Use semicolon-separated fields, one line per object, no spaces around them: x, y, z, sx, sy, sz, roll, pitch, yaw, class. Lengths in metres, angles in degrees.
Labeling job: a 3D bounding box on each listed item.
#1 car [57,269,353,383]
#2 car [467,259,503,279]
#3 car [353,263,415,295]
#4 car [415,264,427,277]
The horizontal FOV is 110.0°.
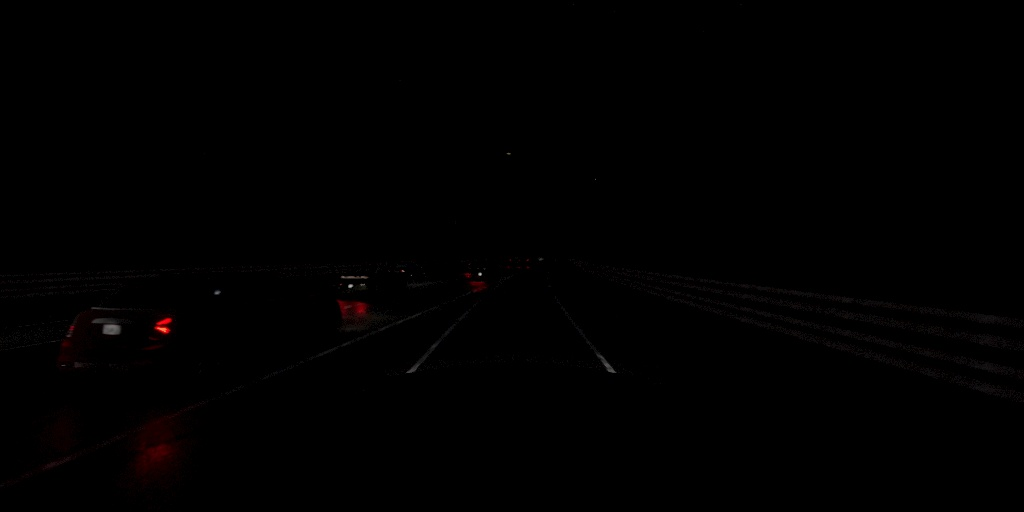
-5.631;1.107;7.408;2.097;1.767;4.553;0;0;8;car
-2.330;1.248;32.231;1.837;1.490;4.892;0;0;8;car
-7.515;1.250;19.810;2.128;1.511;4.902;0;0;8;car
-9.402;1.301;32.154;2.033;1.411;5.357;0;0;8;car
